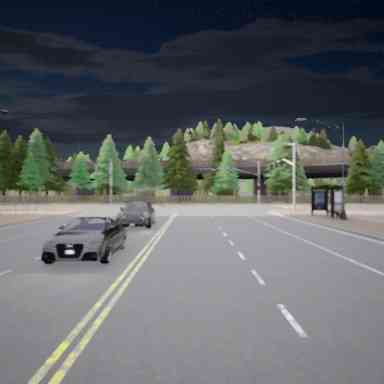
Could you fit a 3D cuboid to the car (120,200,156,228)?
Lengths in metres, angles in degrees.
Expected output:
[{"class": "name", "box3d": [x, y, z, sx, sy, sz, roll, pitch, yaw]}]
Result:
[{"class": "car", "box3d": [-3.588, 1.378, 22.025, 2.097, 1.767, 4.553, 0, 0, -1]}]

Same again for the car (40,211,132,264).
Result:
[{"class": "car", "box3d": [-3.596, 1.578, 11.760, 1.994, 1.385, 4.181, 0, 0, 0]}]
